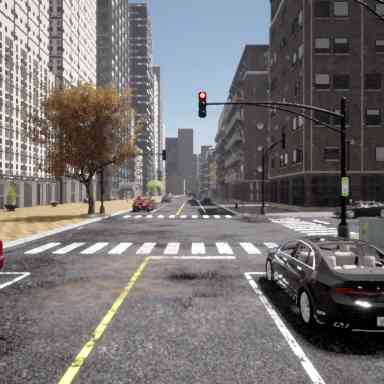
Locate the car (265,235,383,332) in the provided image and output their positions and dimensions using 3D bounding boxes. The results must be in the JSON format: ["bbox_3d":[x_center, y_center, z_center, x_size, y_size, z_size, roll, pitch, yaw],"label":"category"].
[{"bbox_3d":[2.687,1.551,6.772,2.008,1.369,4.403,0,0,0],"label":"car"}]

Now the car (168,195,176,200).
[{"bbox_3d":[-5.732,1.654,94.385,2.008,1.369,4.403,0,0,0],"label":"car"}]

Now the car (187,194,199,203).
[{"bbox_3d":[-0.030,1.656,68.927,1.895,1.301,4.718,0,0,0],"label":"car"}]

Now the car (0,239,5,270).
[{"bbox_3d":[-5.694,1.545,6.769,1.887,1.381,4.507,0,0,0],"label":"car"}]

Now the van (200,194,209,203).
[{"bbox_3d":[2.658,1.402,72.298,1.690,1.788,3.998,0,0,0],"label":"van"}]

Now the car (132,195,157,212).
[{"bbox_3d":[-5.708,1.336,39.157,2.192,1.841,5.009,0,0,0],"label":"car"}]

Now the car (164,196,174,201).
[{"bbox_3d":[-5.727,1.632,83.340,2.008,1.369,4.403,0,0,0],"label":"car"}]

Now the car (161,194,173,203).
[{"bbox_3d":[-5.722,1.627,72.294,1.947,1.339,4.313,0,0,0],"label":"car"}]

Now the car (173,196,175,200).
[{"bbox_3d":[-5.725,1.385,77.817,2.192,1.841,5.009,0,0,0],"label":"car"}]

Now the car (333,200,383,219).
[{"bbox_3d":[13.415,1.350,26.183,4.403,1.369,2.008,-1,1,-1],"label":"car"}]

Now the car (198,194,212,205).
[{"bbox_3d":[2.664,1.610,61.251,1.947,1.339,4.313,0,0,0],"label":"car"}]

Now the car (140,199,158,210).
[{"bbox_3d":[-5.710,1.592,44.680,1.947,1.339,4.313,0,0,0],"label":"car"}]
